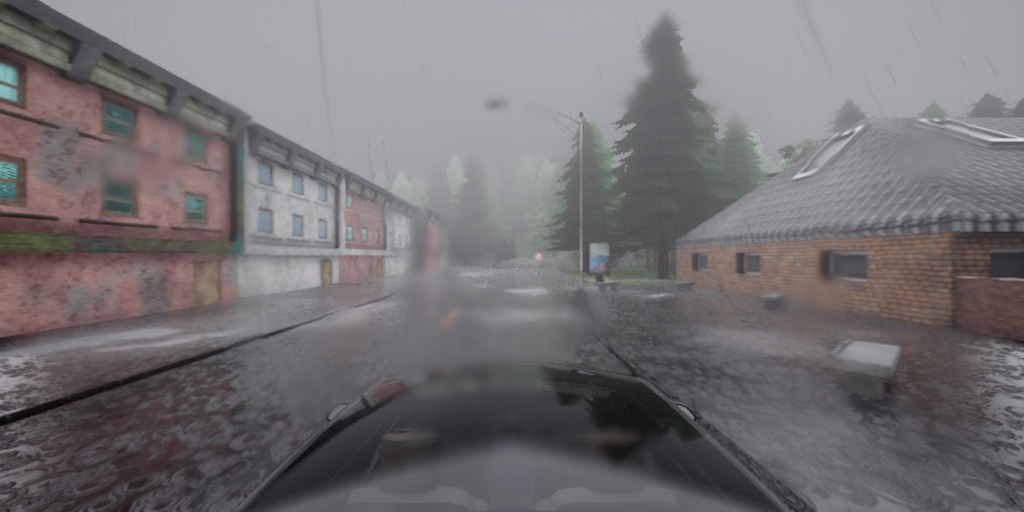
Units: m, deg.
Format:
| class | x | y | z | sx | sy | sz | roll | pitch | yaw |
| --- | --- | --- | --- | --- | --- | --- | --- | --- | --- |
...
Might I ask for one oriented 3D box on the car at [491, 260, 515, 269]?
| class | x | y | z | sx | sy | sz | roll | pitch | yaw |
| --- | --- | --- | --- | --- | --- | --- | --- | --- | --- |
| car | -1.392 | 1.416 | 58.402 | 1.994 | 1.385 | 4.181 | 0 | 0 | 41 |
